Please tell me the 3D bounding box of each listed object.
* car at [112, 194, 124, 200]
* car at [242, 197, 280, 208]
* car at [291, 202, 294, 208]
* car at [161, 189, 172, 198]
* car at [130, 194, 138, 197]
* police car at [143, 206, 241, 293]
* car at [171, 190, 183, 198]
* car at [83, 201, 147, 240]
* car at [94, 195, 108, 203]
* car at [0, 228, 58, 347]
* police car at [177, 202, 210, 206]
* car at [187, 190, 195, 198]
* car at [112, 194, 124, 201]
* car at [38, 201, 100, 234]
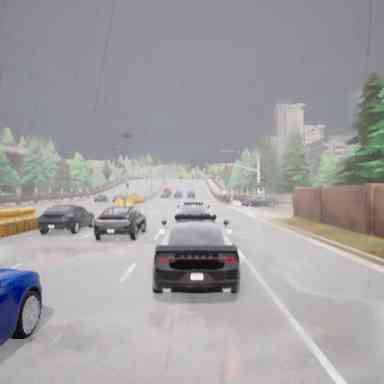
[{"bbox_3d":[-17.620,1.233,79.721,1.994,1.385,4.181,0,1,0],"label":"car"},{"bbox_3d":[9.091,1.373,44.000,4.902,1.511,2.128,0,0,4],"label":"car"},{"bbox_3d":[14.599,1.381,40.357,4.902,1.511,2.128,0,0,0],"label":"car"},{"bbox_3d":[-7.175,0.832,88.572,1.994,1.385,4.181,0,5,0],"label":"car"},{"bbox_3d":[-14.120,1.205,79.821,2.128,1.511,4.902,0,1,0],"label":"car"},{"bbox_3d":[0.093,1.401,8.909,1.930,1.638,5.238,0,0,0],"label":"police car"},{"bbox_3d":[-3.672,0.665,88.149,2.097,1.767,4.553,0,3,0],"label":"car"},{"bbox_3d":[-3.422,1.446,16.568,2.128,1.511,4.902,0,0,1],"label":"car"},{"bbox_3d":[-17.573,1.330,64.305,1.837,1.490,4.892,0,0,0],"label":"car"},{"bbox_3d":[-3.404,1.468,3.510,1.882,1.535,5.008,0,0,0],"label":"car"},{"bbox_3d":[0.084,1.374,18.812,1.930,1.638,5.238,0,0,0],"label":"police car"},{"bbox_3d":[-0.172,0.665,88.171,2.097,1.767,4.553,0,3,0],"label":"car"},{"bbox_3d":[-14.070,1.373,64.397,2.033,1.411,5.357,0,0,0],"label":"car"},{"bbox_3d":[-6.915,1.453,18.770,1.837,1.490,4.892,0,0,0],"label":"car"}]
